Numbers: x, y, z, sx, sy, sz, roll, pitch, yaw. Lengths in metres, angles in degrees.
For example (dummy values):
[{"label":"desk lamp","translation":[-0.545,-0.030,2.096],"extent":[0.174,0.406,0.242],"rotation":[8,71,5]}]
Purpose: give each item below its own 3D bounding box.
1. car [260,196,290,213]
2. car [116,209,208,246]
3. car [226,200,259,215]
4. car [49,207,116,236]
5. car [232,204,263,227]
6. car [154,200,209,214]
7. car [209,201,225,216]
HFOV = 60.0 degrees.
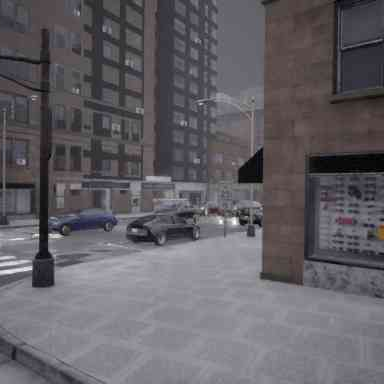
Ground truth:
[{"label":"car","translation":[10.918,1.574,43.480],"extent":[2.150,2.045,5.566],"rotation":[1,0,33]},{"label":"car","translation":[-1.323,1.764,16.449],"extent":[1.947,1.339,4.313],"rotation":[0,0,36]},{"label":"car","translation":[4.786,1.613,35.036],"extent":[2.097,1.767,4.553],"rotation":[1,0,36]},{"label":"car","translation":[-6.458,1.634,19.499],"extent":[1.812,1.442,4.674],"rotation":[1,0,38]},{"label":"car","translation":[5.118,1.850,25.358],"extent":[1.947,1.339,4.313],"rotation":[0,0,36]},{"label":"car","translation":[-1.085,1.672,26.933],"extent":[2.128,1.511,4.902],"rotation":[1,0,36]},{"label":"car","translation":[1.431,1.646,34.807],"extent":[1.967,1.590,4.097],"rotation":[0,0,36]}]
